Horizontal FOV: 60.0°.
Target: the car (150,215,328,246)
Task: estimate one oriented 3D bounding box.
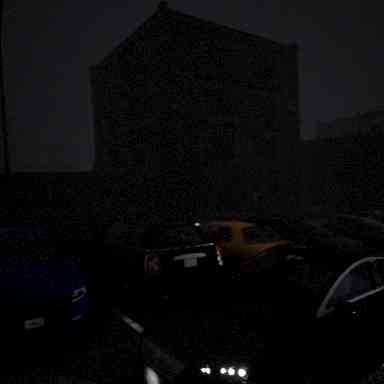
[{"bbox_3d":[0.992,1.508,9.939,1.946,1.575,5.366,0,0,-36],"label":"car"}]

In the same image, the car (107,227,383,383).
[{"bbox_3d":[1.632,1.507,4.537,4.902,1.511,2.128,0,0,-35],"label":"car"}]

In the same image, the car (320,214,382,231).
[{"bbox_3d":[3.389,1.558,11.385,2.163,1.488,4.792,0,0,-36],"label":"car"}]

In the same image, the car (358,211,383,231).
[{"bbox_3d":[5.644,1.586,13.026,2.002,1.452,4.674,0,0,-35],"label":"car"}]

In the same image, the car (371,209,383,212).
[{"bbox_3d":[10.296,1.577,16.120,1.946,1.575,5.366,0,0,-36],"label":"car"}]

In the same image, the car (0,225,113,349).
[{"bbox_3d":[-3.551,1.480,6.477,2.097,1.535,5.008,0,0,-36],"label":"car"}]
